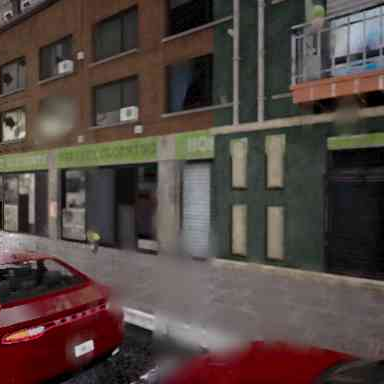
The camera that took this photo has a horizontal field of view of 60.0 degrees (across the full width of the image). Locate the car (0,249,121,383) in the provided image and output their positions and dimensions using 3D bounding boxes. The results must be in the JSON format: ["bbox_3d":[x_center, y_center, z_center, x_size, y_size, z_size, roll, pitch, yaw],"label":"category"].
[{"bbox_3d":[-2.960,1.507,4.833,4.507,1.381,1.887,0,0,35],"label":"car"}]

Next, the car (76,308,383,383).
[{"bbox_3d":[1.674,1.549,1.531,4.507,1.381,1.887,1,0,35],"label":"car"}]
